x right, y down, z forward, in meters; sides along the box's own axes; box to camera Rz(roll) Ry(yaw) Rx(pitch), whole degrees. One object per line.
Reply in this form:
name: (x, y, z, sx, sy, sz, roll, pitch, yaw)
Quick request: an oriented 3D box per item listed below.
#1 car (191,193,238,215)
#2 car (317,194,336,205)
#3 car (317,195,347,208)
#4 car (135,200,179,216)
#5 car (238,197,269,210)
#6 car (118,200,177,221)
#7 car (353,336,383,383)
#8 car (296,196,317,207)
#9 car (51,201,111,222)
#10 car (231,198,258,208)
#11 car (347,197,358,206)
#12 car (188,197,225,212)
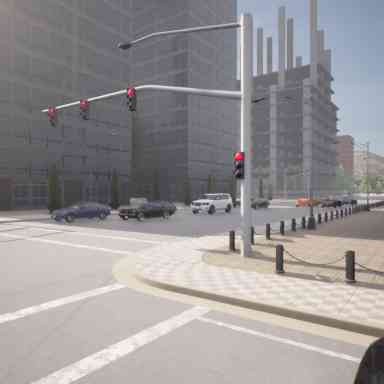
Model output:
car: (2.144, 1.166, 34.294, 2.150, 2.045, 5.566, 0, 0, 36)
car: (23.172, 1.297, 57.174, 2.097, 1.767, 4.553, 0, 0, 36)
car: (19.360, 1.437, 45.883, 2.128, 1.511, 4.902, 0, 0, 36)
car: (-3.355, 1.508, 32.656, 1.994, 1.385, 4.181, 0, 0, 36)
car: (8.244, 1.422, 42.747, 1.882, 1.535, 5.008, 0, 0, 36)
car: (-3.564, 1.545, 26.378, 1.895, 1.301, 4.718, 0, 0, 36)
car: (3.072, 1.564, 1.778, 4.181, 1.385, 1.994, 0, 0, 36)
car: (16.877, 1.296, 48.424, 2.097, 1.767, 4.553, 0, 0, 36)
car: (-8.434, 1.470, 25.619, 1.812, 1.442, 4.674, 0, 0, 38)
car: (7.630, 1.545, 47.868, 1.895, 1.301, 4.718, 0, 0, 36)
car: (26.104, 1.492, 55.252, 2.033, 1.411, 5.357, 0, 0, 36)
car: (1.785, 1.436, 39.784, 2.128, 1.511, 4.902, 0, 0, 36)
